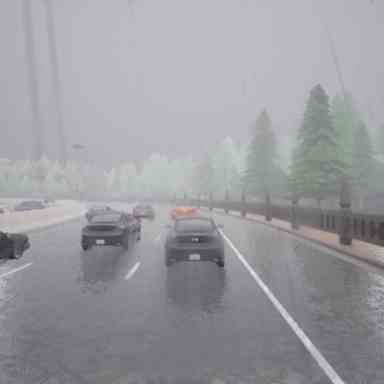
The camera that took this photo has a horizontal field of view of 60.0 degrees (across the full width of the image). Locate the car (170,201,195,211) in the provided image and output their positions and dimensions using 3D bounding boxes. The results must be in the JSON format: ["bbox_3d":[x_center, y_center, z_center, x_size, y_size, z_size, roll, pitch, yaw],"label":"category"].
[{"bbox_3d":[-0.843,1.592,29.640,2.097,1.767,4.553,0,0,-6],"label":"car"}]

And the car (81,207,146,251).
[{"bbox_3d":[-3.424,1.625,14.762,1.837,1.490,4.892,0,-1,0],"label":"car"}]

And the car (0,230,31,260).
[{"bbox_3d":[-6.914,1.629,9.866,2.033,1.411,5.357,0,0,0],"label":"car"}]

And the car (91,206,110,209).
[{"bbox_3d":[-7.691,1.830,28.319,1.895,1.301,4.718,0,0,-6],"label":"car"}]

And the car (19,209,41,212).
[{"bbox_3d":[-15.372,1.606,31.312,2.097,1.767,4.553,0,0,-9],"label":"car"}]

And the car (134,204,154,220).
[{"bbox_3d":[-4.470,1.811,30.472,1.994,1.385,4.181,0,0,-7],"label":"car"}]

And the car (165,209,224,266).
[{"bbox_3d":[0.085,1.604,11.892,1.837,1.490,4.892,0,0,0],"label":"car"}]
